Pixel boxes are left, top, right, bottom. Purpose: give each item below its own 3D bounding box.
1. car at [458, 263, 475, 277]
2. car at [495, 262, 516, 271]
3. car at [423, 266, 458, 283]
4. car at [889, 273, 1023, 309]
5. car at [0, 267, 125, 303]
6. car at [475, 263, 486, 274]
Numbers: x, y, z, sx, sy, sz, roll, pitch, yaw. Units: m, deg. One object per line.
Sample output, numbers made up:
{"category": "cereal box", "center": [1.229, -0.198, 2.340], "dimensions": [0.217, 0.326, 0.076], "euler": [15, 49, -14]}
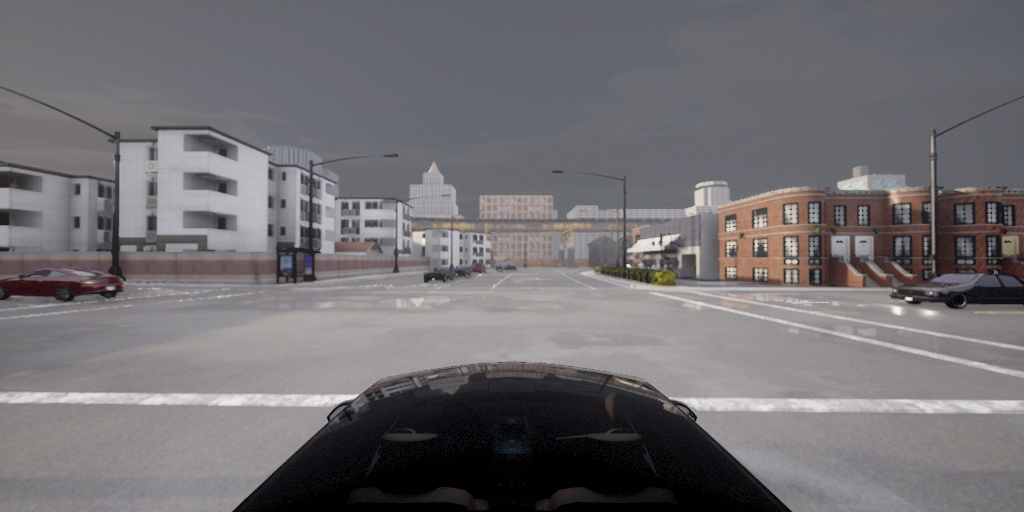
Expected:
{"category": "car", "center": [-5.914, 1.779, 41.559], "dimensions": [1.895, 1.301, 4.718], "euler": [0, -1, 4]}
{"category": "car", "center": [-1.101, 1.811, 64.415], "dimensions": [2.097, 1.767, 4.553], "euler": [0, -1, 31]}
{"category": "car", "center": [-6.453, 1.664, 32.123], "dimensions": [1.895, 1.301, 4.718], "euler": [0, -1, 3]}
{"category": "car", "center": [19.266, 1.410, 14.946], "dimensions": [5.357, 1.411, 2.033], "euler": [0, -1, 2]}
{"category": "car", "center": [-20.020, 1.211, 15.903], "dimensions": [4.674, 1.442, 1.812], "euler": [1, -1, 2]}
{"category": "car", "center": [-5.040, 1.785, 52.104], "dimensions": [1.882, 1.535, 5.008], "euler": [0, -1, 7]}
